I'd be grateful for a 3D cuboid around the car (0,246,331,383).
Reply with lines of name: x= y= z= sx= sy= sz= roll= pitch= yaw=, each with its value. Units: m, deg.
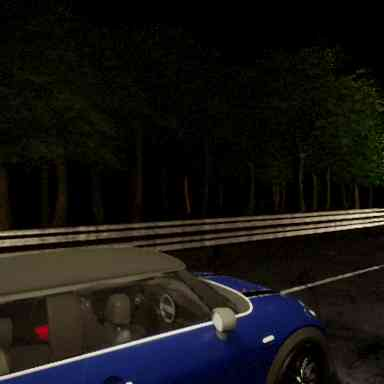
car: x=-0.652 y=1.356 z=3.282 sx=4.553 sy=1.767 sz=2.097 roll=0 pitch=0 yaw=-36
